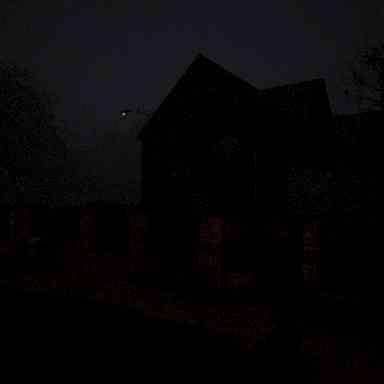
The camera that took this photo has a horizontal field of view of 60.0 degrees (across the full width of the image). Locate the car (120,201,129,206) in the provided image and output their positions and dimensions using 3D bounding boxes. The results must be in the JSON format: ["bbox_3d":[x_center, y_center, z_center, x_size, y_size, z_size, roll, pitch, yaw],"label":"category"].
[{"bbox_3d":[-9.330,1.703,38.442,1.895,1.301,4.718,0,0,35],"label":"car"}]

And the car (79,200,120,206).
[{"bbox_3d":[-9.762,1.584,32.207,1.837,1.490,4.892,0,0,35],"label":"car"}]
